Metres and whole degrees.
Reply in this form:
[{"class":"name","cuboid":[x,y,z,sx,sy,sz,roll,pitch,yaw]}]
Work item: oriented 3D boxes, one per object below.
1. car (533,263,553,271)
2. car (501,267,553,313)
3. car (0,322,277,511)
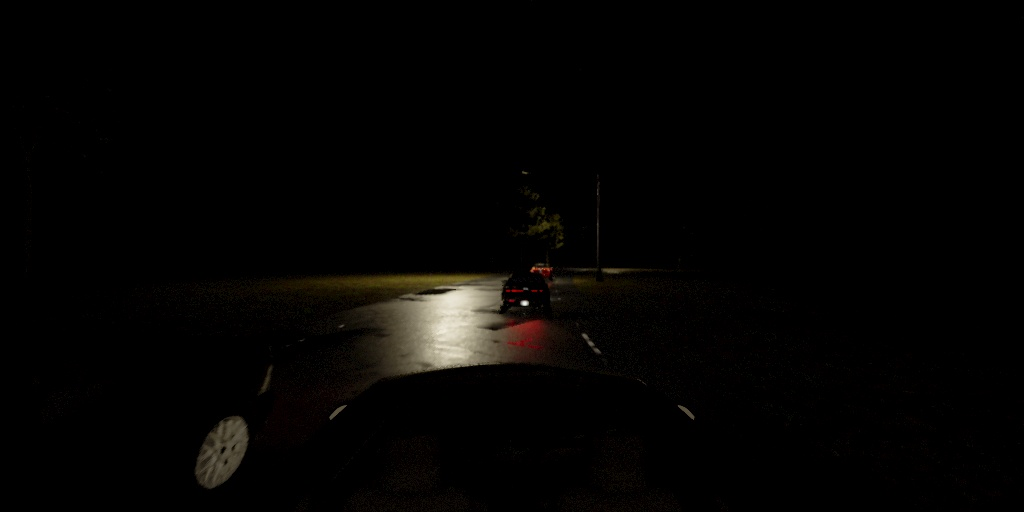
[{"class":"car","cuboid":[3.099,1.526,36.890,2.097,1.767,4.553,0,-1,9]},{"class":"car","cuboid":[0.601,1.408,14.987,1.837,1.490,4.892,0,0,4]},{"class":"car","cuboid":[-3.400,1.221,1.637,1.882,1.535,5.008,0,-1,0]}]
